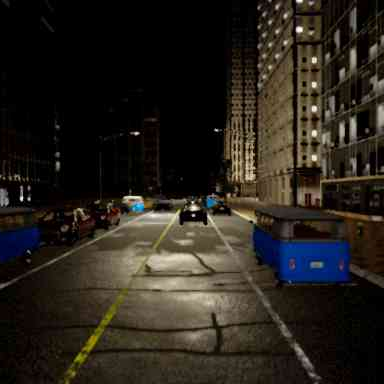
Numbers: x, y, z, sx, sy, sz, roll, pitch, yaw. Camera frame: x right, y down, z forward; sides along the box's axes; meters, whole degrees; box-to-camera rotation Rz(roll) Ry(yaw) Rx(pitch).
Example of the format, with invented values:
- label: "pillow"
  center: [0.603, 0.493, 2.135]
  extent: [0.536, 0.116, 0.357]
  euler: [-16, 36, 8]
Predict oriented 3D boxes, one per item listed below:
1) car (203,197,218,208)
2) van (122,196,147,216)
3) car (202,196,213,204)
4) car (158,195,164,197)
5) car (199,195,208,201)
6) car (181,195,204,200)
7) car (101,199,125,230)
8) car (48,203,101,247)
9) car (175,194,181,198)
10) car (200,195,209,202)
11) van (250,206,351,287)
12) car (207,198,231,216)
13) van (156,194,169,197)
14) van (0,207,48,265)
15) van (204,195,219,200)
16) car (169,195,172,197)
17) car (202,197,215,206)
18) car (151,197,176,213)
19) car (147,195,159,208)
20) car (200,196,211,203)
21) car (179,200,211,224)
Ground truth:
- label: "car"
  center: [2.688, 1.494, 48.697]
  extent: [1.947, 1.339, 4.313]
  euler: [0, 0, 0]
- label: "van"
  center: [-5.692, 1.304, 31.690]
  extent: [1.690, 1.788, 3.998]
  euler: [0, 0, 0]
- label: "car"
  center: [2.687, 1.426, 60.204]
  extent: [1.752, 1.417, 4.829]
  euler: [0, 0, 0]
- label: "car"
  center: [-5.693, 1.479, 48.695]
  extent: [2.008, 1.369, 4.403]
  euler: [0, 0, 0]
- label: "car"
  center: [2.686, 1.402, 77.040]
  extent: [2.008, 1.369, 4.403]
  euler: [0, 0, 0]
- label: "car"
  center: [0.095, 1.294, 41.874]
  extent: [2.097, 1.767, 4.553]
  euler: [0, 0, 0]
- label: "car"
  center: [-5.691, 1.421, 20.351]
  extent: [1.967, 1.590, 4.097]
  euler: [0, 0, 0]
- label: "car"
  center: [-5.691, 1.428, 14.684]
  extent: [1.967, 1.590, 4.097]
  euler: [0, 0, 0]
- label: "car"
  center: [-3.006, 1.287, 77.838]
  extent: [1.812, 1.442, 4.674]
  euler: [0, 0, 0]
- label: "car"
  center: [2.687, 1.394, 71.542]
  extent: [1.752, 1.417, 4.829]
  euler: [0, 0, 0]
- label: "van"
  center: [2.690, 1.334, 9.015]
  extent: [1.690, 1.788, 3.998]
  euler: [0, 0, 0]
- label: "car"
  center: [2.688, 1.529, 31.691]
  extent: [1.947, 1.339, 4.313]
  euler: [0, 0, 0]
- label: "van"
  center: [-5.693, 1.242, 60.032]
  extent: [1.690, 1.788, 3.998]
  euler: [0, 0, 0]
- label: "van"
  center: [-5.691, 1.334, 9.015]
  extent: [1.690, 1.788, 3.998]
  euler: [0, 0, 0]
- label: "van"
  center: [2.688, 1.282, 43.028]
  extent: [1.690, 1.788, 3.998]
  euler: [0, 0, 0]
- label: "car"
  center: [-5.694, 1.292, 77.038]
  extent: [1.967, 1.590, 4.097]
  euler: [0, 0, 0]
- label: "car"
  center: [2.687, 1.481, 54.365]
  extent: [1.947, 1.339, 4.313]
  euler: [0, 0, 0]
- label: "car"
  center: [-3.100, 1.553, 37.161]
  extent: [1.895, 1.301, 4.718]
  euler: [0, 0, 0]
- label: "car"
  center: [-5.693, 1.466, 42.858]
  extent: [1.752, 1.417, 4.829]
  euler: [0, 0, 0]
- label: "car"
  center: [2.687, 1.436, 65.701]
  extent: [2.008, 1.369, 4.403]
  euler: [0, 0, 0]
- label: "car"
  center: [0.097, 1.539, 24.370]
  extent: [1.994, 1.385, 4.181]
  euler: [0, 0, 0]
